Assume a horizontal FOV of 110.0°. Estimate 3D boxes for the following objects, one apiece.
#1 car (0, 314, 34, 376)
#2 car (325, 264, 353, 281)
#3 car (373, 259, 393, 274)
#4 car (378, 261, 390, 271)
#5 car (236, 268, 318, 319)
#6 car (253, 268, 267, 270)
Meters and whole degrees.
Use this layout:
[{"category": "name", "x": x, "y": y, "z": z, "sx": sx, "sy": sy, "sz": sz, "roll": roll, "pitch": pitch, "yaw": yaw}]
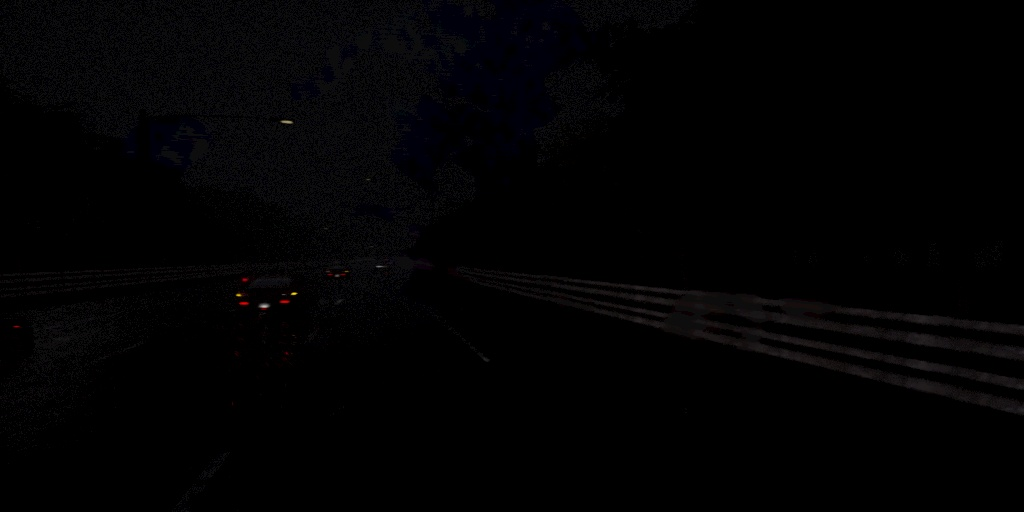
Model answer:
[{"category": "car", "x": -8.693, "y": 1.223, "z": 4.270, "sx": 2.128, "sy": 1.511, "sz": 4.902, "roll": 0, "pitch": 0, "yaw": -21}, {"category": "car", "x": -15.520, "y": 1.469, "z": 32.344, "sx": 1.812, "sy": 1.442, "sz": 4.674, "roll": 0, "pitch": 0, "yaw": -20}, {"category": "car", "x": -17.208, "y": 1.554, "z": 47.412, "sx": 2.128, "sy": 1.511, "sz": 4.902, "roll": 0, "pitch": 0, "yaw": -19}, {"category": "car", "x": -21.594, "y": 1.671, "z": 60.492, "sx": 1.812, "sy": 1.442, "sz": 4.674, "roll": 0, "pitch": 0, "yaw": -18}, {"category": "car", "x": -8.337, "y": 1.326, "z": 13.019, "sx": 1.812, "sy": 1.442, "sz": 4.674, "roll": 0, "pitch": 0, "yaw": -21}, {"category": "car", "x": -16.122, "y": 1.467, "z": 23.754, "sx": 1.895, "sy": 1.301, "sz": 4.718, "roll": 0, "pitch": -1, "yaw": -20}]
